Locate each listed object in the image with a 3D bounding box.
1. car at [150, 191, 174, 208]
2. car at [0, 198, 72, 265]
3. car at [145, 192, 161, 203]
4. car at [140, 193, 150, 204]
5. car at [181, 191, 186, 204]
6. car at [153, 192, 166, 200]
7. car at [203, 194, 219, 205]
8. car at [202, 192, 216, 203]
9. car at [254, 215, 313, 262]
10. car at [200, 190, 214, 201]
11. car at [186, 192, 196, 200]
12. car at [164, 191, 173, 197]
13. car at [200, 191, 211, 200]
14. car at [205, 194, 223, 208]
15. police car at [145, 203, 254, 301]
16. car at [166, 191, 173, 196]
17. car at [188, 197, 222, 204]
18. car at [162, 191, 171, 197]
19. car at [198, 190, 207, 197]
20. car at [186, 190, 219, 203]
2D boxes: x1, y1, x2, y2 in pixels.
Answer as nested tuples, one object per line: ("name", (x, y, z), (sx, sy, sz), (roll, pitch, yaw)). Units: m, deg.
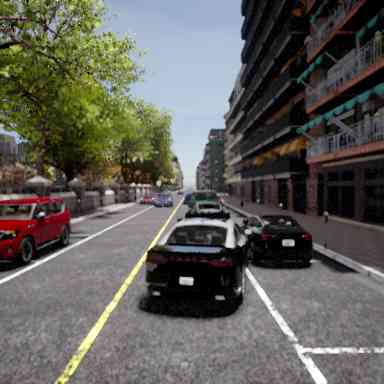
("car", (-3.206, 0.832, 38.151), (2.097, 1.767, 4.553), (0, 1, 0))
("car", (-5.726, 1.157, 11.227), (2.192, 1.841, 5.009), (0, 1, 0))
("car", (-5.880, 0.760, 50.634), (1.967, 1.590, 4.097), (0, 1, 0))
("car", (-5.858, 0.832, 45.006), (1.967, 1.590, 4.097), (0, 1, 0))
("car", (-0.138, 0.856, 46.129), (1.882, 1.535, 5.008), (0, 1, 0))
("car", (-5.923, 0.726, 61.896), (2.008, 1.369, 4.403), (0, 1, 0))
("car", (2.522, 0.938, 45.040), (1.887, 1.381, 4.507), (0, 1, 0))
("car", (2.501, 0.761, 50.668), (1.967, 1.590, 4.097), (0, 1, 0))
("car", (2.654, 1.409, 11.263), (1.947, 1.339, 4.313), (0, 1, 0))
("car", (2.478, 0.564, 56.296), (2.192, 1.841, 5.009), (0, 1, 0))
("car", (-0.235, 0.690, 62.925), (1.812, 1.442, 4.674), (0, 1, 0))
("car", (-6.010, 0.446, 84.415), (2.008, 1.369, 4.403), (0, 1, 0))
("car", (2.457, 0.617, 61.928), (1.967, 1.590, 4.097), (0, 1, 0))
("car", (2.545, 1.011, 39.410), (1.887, 1.381, 4.507), (0, 1, 0))
("police car", (0.420, 1.309, 8.310), (1.930, 1.638, 5.238), (0, 1, 12))
("car", (-6.032, 0.355, 89.875), (1.752, 1.417, 4.829), (0, 1, 0))
("car", (0.839, 1.255, 18.014), (1.837, 1.490, 4.892), (0, 1, 0))
("car", (-5.988, 0.492, 78.615), (1.752, 1.417, 4.829), (0, 1, 0))
("car", (2.391, 0.405, 78.817), (1.967, 1.590, 4.097), (0, 1, 0))
("car", (0.815, 0.894, 24.040), (2.150, 2.045, 5.566), (0, 1, 0))
